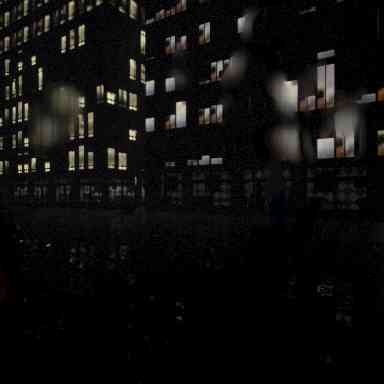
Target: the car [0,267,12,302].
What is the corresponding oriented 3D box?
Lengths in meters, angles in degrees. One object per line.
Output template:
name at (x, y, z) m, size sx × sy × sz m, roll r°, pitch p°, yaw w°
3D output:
car at (-5.559, 1.526, 6.817) m, size 4.829 × 1.417 × 1.752 m, roll 0°, pitch 0°, yaw 35°
